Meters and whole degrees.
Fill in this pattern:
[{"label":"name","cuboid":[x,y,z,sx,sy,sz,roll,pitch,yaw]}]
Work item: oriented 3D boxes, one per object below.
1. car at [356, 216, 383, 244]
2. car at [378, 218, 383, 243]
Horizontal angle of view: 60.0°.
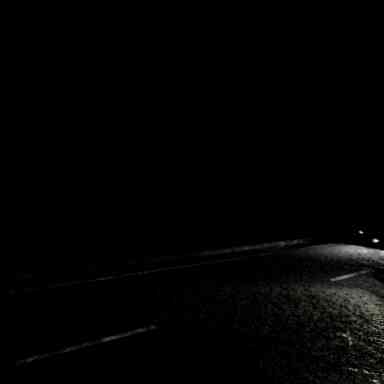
[{"label":"car","cuboid":[9.706,1.617,15.109,5.357,1.411,2.033,0,0,-35]},{"label":"car","cuboid":[7.454,1.525,9.264,5.008,1.535,1.882,0,0,-35]}]
